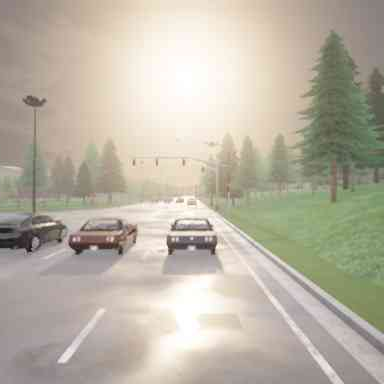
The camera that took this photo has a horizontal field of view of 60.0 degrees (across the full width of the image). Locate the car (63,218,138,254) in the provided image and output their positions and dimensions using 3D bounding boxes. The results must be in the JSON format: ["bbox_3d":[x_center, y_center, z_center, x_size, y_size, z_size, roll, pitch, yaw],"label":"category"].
[{"bbox_3d":[-3.502,1.734,14.109,1.895,1.301,4.718,0,0,0],"label":"car"}]

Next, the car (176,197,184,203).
[{"bbox_3d":[-3.530,2.436,95.188,1.994,1.385,4.181,0,-1,0],"label":"car"}]

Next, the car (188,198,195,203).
[{"bbox_3d":[-0.030,2.436,95.190,1.994,1.385,4.181,0,-1,0],"label":"car"}]

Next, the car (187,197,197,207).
[{"bbox_3d":[-0.020,2.092,65.412,1.882,1.535,5.008,0,-1,0],"label":"car"}]

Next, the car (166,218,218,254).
[{"bbox_3d":[-0.002,1.734,14.110,1.895,1.301,4.718,0,0,0],"label":"car"}]

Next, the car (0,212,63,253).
[{"bbox_3d":[-6.999,1.643,14.309,1.837,1.490,4.892,0,0,0],"label":"car"}]

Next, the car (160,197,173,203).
[{"bbox_3d":[-7.030,2.402,94.771,2.033,1.411,5.357,0,-1,0],"label":"car"}]

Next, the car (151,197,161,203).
[{"bbox_3d":[-10.530,2.402,94.770,2.033,1.411,5.357,0,-1,0],"label":"car"}]
